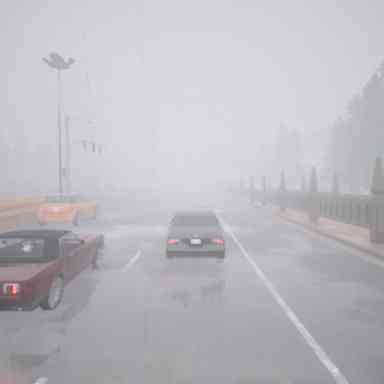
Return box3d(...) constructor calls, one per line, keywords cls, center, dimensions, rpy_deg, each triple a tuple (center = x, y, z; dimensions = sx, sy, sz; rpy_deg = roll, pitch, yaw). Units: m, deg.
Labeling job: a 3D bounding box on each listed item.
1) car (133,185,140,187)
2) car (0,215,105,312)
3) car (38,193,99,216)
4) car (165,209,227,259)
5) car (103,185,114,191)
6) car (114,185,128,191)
box3d(cls="car", center=(-13.611, -1.065, 82.429), dimensions=(1.994, 1.385, 4.181), rpy_deg=(0, 2, 0))
box3d(cls="car", center=(-3.399, 1.477, 7.457), dimensions=(1.895, 1.301, 4.718), rpy_deg=(0, 2, 0))
box3d(cls="car", center=(-6.858, 0.851, 18.884), dimensions=(2.097, 1.767, 4.553), rpy_deg=(0, 2, 0))
box3d(cls="car", center=(0.109, 1.293, 11.457), dimensions=(2.033, 1.411, 5.357), rpy_deg=(0, 2, 0))
box3d(cls="car", center=(-20.610, -1.081, 82.552), dimensions=(2.033, 1.411, 5.357), rpy_deg=(0, 2, 0))
box3d(cls="car", center=(-17.111, -1.065, 82.448), dimensions=(1.994, 1.385, 4.181), rpy_deg=(0, 2, 0))
